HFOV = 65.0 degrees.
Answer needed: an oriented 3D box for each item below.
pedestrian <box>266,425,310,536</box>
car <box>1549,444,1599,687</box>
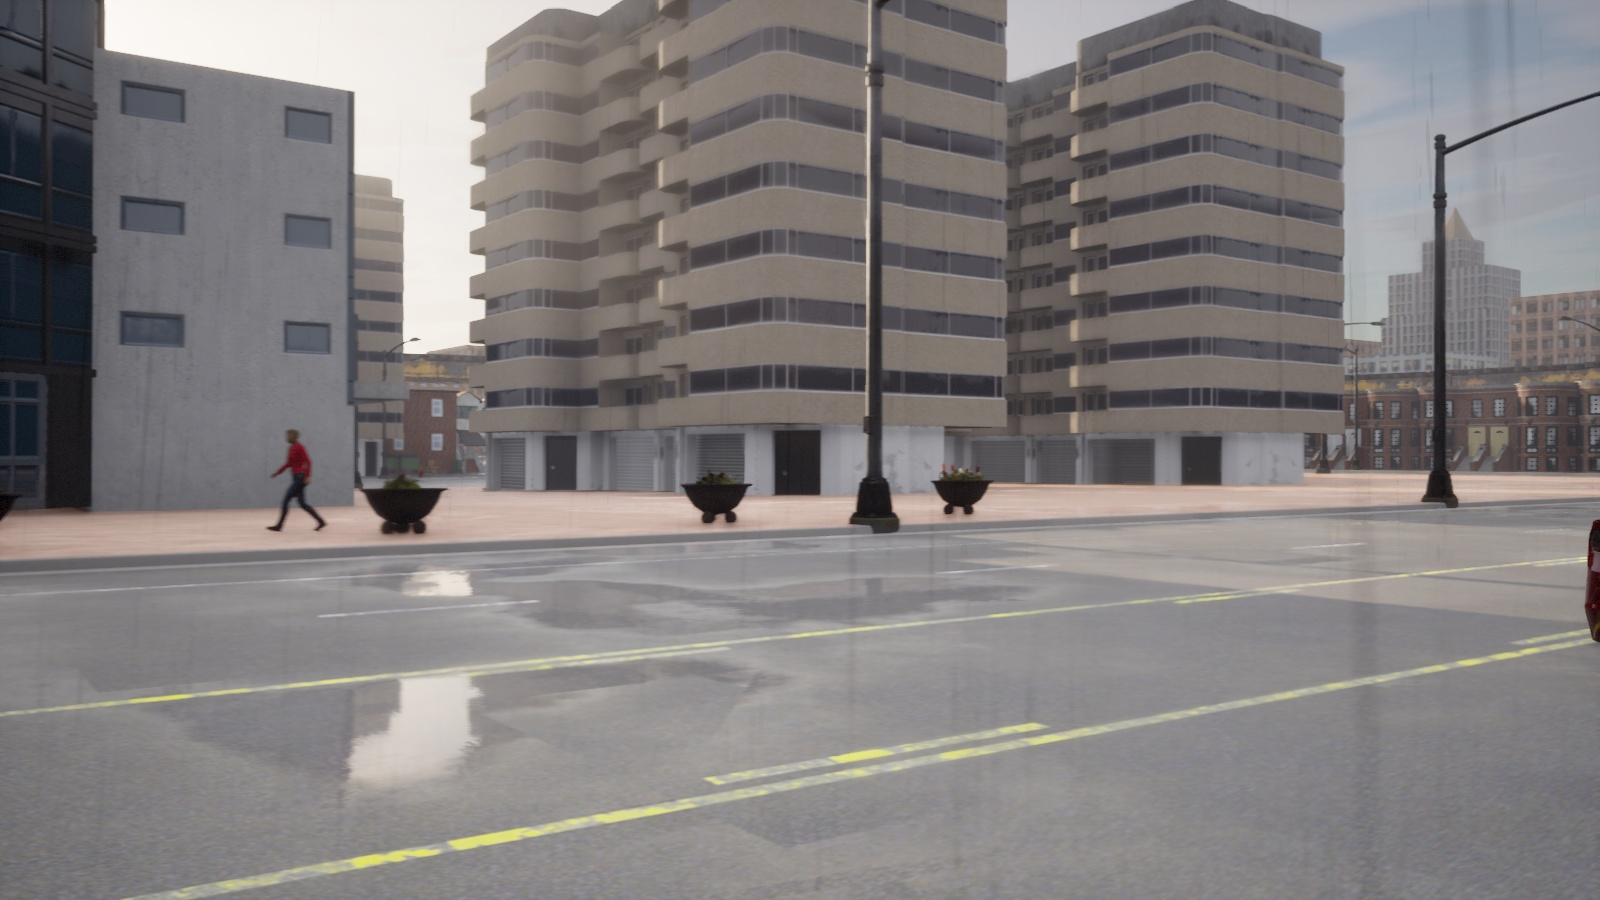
[{"bbox_3d":[-8.637,0.501,21.201,0.636,1.846,0.331,0,0,-34],"label":"pedestrian"},{"bbox_3d":[7.480,0.728,8.849,5.008,1.535,1.882,0,0,-35],"label":"car"}]
